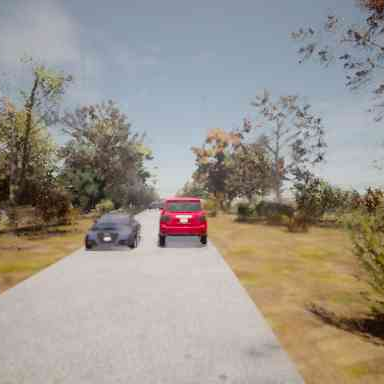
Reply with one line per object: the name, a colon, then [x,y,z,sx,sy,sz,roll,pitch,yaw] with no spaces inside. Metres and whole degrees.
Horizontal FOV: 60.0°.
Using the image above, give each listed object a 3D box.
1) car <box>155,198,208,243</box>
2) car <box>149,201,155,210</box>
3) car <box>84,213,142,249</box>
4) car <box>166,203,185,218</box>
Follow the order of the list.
car: [-0.498,1.299,16.611,2.150,2.045,5.566,0,0,-3]
car: [-6.308,2.302,56.937,1.994,1.385,4.181,0,-1,-4]
car: [-3.353,1.628,14.799,1.994,1.385,4.181,0,0,-3]
car: [-1.772,1.875,34.839,1.895,1.301,4.718,0,-1,-4]
